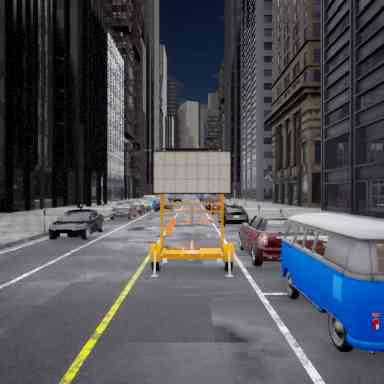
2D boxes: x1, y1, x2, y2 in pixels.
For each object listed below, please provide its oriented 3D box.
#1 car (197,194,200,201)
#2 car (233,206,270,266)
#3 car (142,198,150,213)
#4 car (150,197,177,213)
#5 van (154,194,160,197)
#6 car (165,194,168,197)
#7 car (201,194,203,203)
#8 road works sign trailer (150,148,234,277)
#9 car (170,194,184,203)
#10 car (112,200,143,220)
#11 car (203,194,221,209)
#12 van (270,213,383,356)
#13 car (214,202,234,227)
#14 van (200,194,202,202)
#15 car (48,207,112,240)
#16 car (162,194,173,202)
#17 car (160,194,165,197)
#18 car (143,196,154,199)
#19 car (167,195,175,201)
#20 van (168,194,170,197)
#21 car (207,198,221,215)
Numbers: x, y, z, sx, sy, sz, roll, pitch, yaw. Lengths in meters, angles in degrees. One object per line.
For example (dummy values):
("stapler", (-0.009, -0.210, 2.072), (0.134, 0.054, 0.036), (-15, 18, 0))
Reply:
("car", (2.791, 1.358, 73.197), (2.192, 1.841, 5.009), (0, 0, 0))
("car", (2.768, 1.441, 11.496), (1.967, 1.590, 4.097), (0, 0, 0))
("car", (-5.749, 1.593, 33.923), (1.802, 1.307, 4.206), (0, 0, 0))
("car", (-3.085, 1.560, 37.076), (2.033, 1.411, 5.357), (0, 0, 0))
("van", (-5.745, 1.360, 45.142), (1.690, 1.788, 3.998), (0, 0, 0))
("car", (-5.741, 1.343, 56.361), (2.192, 1.841, 5.009), (0, 0, 0))
("car", (2.780, 1.334, 45.151), (2.192, 1.841, 5.009), (0, 0, 0))
("road works sign trailer", (0.004, 0.465, 10.222), (2.380, 3.560, 2.880), (0, 0, 0))
("car", (-2.974, 1.587, 70.205), (2.033, 1.411, 5.357), (0, 0, 0))
("car", (-5.751, 1.558, 28.314), (2.008, 1.369, 4.403), (0, 0, 0))
("car", (2.778, 1.330, 39.542), (2.192, 1.841, 5.009), (0, 0, 0))
("van", (2.766, 1.341, 5.887), (1.690, 1.788, 3.998), (0, 0, 0))
("car", (2.772, 1.570, 22.714), (1.947, 1.339, 4.313), (0, 0, 0))
("van", (2.786, 1.374, 61.978), (1.690, 1.788, 3.998), (0, 0, 0))
("car", (-5.755, 1.568, 17.095), (1.947, 1.339, 4.313), (0, 0, 0))
("car", (-5.732, 1.363, 78.799), (2.192, 1.841, 5.009), (0, 0, 0))
("car", (-5.743, 1.463, 50.751), (1.967, 1.590, 4.097), (0, 0, 0))
("car", (-5.747, 1.540, 39.362), (1.752, 1.417, 4.829), (0, 0, 0))
("car", (-5.728, 1.610, 90.018), (2.008, 1.369, 4.403), (0, 0, 0))
("van", (-5.734, 1.384, 73.190), (1.690, 1.788, 3.998), (0, 0, 0))
("car", (2.776, 1.593, 33.933), (1.802, 1.307, 4.206), (0, 0, 0))
